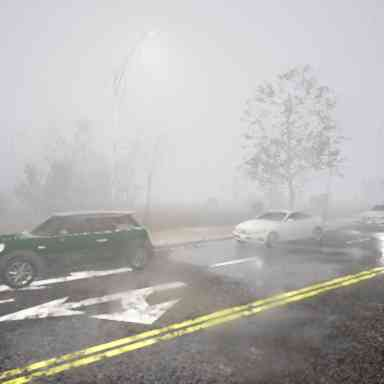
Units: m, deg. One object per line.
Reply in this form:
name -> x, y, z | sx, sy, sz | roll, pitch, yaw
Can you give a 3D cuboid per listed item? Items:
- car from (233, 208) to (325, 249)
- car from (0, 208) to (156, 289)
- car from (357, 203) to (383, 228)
car -> 3.894, 1.461, 14.398 | 4.674, 1.442, 1.812 | 0, 0, -36
car -> -3.376, 1.335, 9.243 | 4.553, 1.767, 2.097 | 0, 0, -35
car -> 11.834, 1.409, 20.024 | 4.674, 1.442, 1.812 | 0, 0, -35
